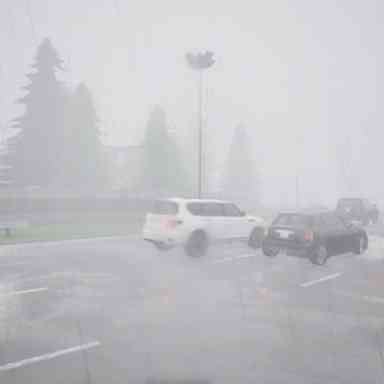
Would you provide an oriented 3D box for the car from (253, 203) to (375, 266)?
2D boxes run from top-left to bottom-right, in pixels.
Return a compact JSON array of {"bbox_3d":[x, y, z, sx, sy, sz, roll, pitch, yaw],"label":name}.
[{"bbox_3d":[4.623,1.455,12.270,4.553,1.767,2.097,0,0,-41],"label":"car"}]

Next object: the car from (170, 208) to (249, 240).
[{"bbox_3d":[1.048,1.684,18.459,4.181,1.385,1.994,1,0,-42],"label":"car"}]

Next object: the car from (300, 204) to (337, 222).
[{"bbox_3d":[11.397,1.812,29.748,1.994,1.385,4.181,0,0,38],"label":"car"}]

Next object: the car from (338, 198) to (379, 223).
[{"bbox_3d":[12.847,1.452,25.863,2.150,2.045,5.566,0,0,40],"label":"car"}]

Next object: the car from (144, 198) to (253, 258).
[{"bbox_3d":[0.720,1.299,13.422,5.566,2.045,2.150,2,-2,-41],"label":"car"}]

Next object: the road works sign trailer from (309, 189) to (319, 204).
[{"bbox_3d":[29.783,1.144,82.865,2.380,3.560,2.880,1,0,-34],"label":"road works sign trailer"}]
